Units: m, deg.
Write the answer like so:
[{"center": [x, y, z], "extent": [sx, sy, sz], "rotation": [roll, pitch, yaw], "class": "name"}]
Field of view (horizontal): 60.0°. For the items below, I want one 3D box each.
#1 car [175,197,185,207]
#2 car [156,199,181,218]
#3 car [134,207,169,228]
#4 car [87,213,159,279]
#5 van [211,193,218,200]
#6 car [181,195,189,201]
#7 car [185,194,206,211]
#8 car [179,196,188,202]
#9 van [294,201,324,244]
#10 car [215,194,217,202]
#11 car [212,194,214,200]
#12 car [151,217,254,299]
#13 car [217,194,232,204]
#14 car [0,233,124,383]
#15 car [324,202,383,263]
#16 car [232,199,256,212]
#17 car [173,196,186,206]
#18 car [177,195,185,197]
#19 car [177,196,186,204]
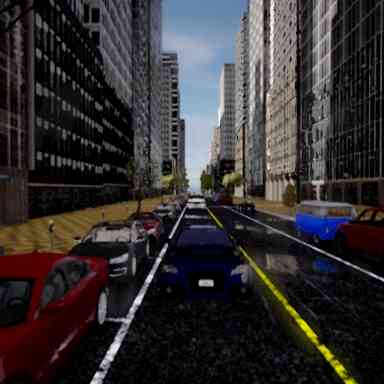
[{"center": [-2.182, 1.550, 38.298], "extent": [2.008, 1.369, 4.403], "rotation": [-1, 0, 0], "class": "car"}, {"center": [-2.229, 1.550, 26.931], "extent": [2.008, 1.369, 4.403], "rotation": [-1, 0, 0], "class": "car"}, {"center": [-2.276, 1.582, 15.564], "extent": [1.802, 1.307, 4.206], "rotation": [-1, 0, 0], "class": "car"}, {"center": [-2.300, 1.551, 9.880], "extent": [2.008, 1.369, 4.403], "rotation": [-1, 0, 0], "class": "car"}, {"center": [6.432, 1.332, 95.099], "extent": [1.690, 1.788, 3.998], "rotation": [-1, 0, 0], "class": "van"}, {"center": [-1.970, 1.543, 89.451], "extent": [2.008, 1.369, 4.403], "rotation": [-1, 0, 0], "class": "car"}, {"center": [0.529, 1.220, 41.022], "extent": [2.150, 2.045, 5.566], "rotation": [0, 0, 0], "class": "car"}, {"center": [-2.017, 1.560, 78.083], "extent": [1.947, 1.339, 4.313], "rotation": [-1, 0, 0], "class": "car"}, {"center": [6.103, 1.341, 15.529], "extent": [1.690, 1.788, 3.998], "rotation": [-1, 0, 0], "class": "van"}, {"center": [6.314, 1.311, 66.682], "extent": [2.192, 1.841, 5.009], "rotation": [-1, 0, 0], "class": "car"}, {"center": [6.362, 1.435, 78.049], "extent": [1.967, 1.590, 4.097], "rotation": [-1, 0, 0], "class": "car"}, {"center": [0.298, 1.564, 8.362], "extent": [1.994, 1.385, 4.181], "rotation": [0, 0, 1], "class": "car"}, {"center": [6.290, 1.312, 60.998], "extent": [2.192, 1.841, 5.009], "rotation": [-1, 0, 0], "class": "car"}, {"center": [-2.323, 1.545, 4.196], "extent": [1.887, 1.381, 4.507], "rotation": [-1, 0, 0], "class": "car"}, {"center": [6.079, 1.315, 9.845], "extent": [2.192, 1.841, 5.009], "rotation": [-1, 0, 0], "class": "car"}, {"center": [6.199, 1.550, 38.263], "extent": [2.008, 1.369, 4.403], "rotation": [-1, 0, 0], "class": "car"}, {"center": [-2.112, 1.438, 55.348], "extent": [1.967, 1.590, 4.097], "rotation": [-1, 0, 0], "class": "car"}, {"center": [-2.135, 1.580, 49.665], "extent": [1.802, 1.307, 4.206], "rotation": [-1, 0, 0], "class": "car"}, {"center": [-2.065, 1.522, 66.546], "extent": [1.752, 1.417, 4.829], "rotation": [-1, 0, 0], "class": "car"}]
